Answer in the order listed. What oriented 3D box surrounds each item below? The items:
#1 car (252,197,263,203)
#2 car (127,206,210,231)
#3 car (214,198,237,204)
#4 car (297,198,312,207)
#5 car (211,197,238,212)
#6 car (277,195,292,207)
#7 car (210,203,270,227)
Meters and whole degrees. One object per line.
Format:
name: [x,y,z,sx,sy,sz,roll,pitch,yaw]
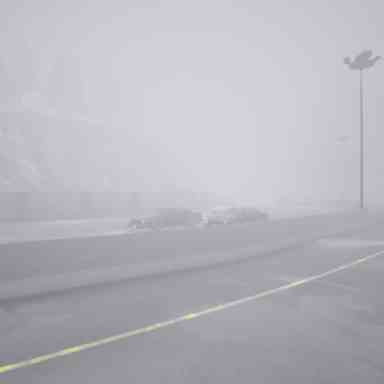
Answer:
car: [14.465,1.776,73.737,1.994,1.385,4.181,0,0,6]
car: [-1.553,1.651,21.520,2.033,1.411,5.357,0,0,44]
car: [3.575,1.681,33.747,1.812,1.442,4.674,0,0,32]
car: [19.793,1.760,58.478,1.837,1.490,4.892,0,0,9]
car: [4.234,1.547,42.276,2.097,1.767,4.553,0,0,24]
car: [16.332,1.480,58.914,2.150,2.045,5.566,0,0,8]
car: [3.068,1.646,21.384,2.033,1.411,5.357,0,0,42]
